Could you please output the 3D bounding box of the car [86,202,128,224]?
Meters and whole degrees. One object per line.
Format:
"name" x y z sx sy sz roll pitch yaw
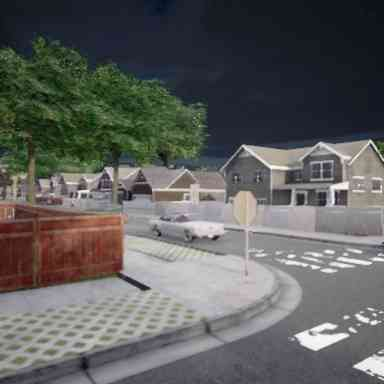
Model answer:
"car" -6.816 1.605 26.469 2.097 1.767 4.553 1 -1 -36

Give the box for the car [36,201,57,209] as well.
"car" -19.506 1.957 44.350 1.994 1.385 4.181 1 -1 -35

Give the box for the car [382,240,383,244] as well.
"car" 9.662 1.778 12.262 4.718 1.301 1.895 0 0 -9

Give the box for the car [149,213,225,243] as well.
"car" -0.389 1.783 17.468 1.895 1.301 4.718 1 -1 -36
